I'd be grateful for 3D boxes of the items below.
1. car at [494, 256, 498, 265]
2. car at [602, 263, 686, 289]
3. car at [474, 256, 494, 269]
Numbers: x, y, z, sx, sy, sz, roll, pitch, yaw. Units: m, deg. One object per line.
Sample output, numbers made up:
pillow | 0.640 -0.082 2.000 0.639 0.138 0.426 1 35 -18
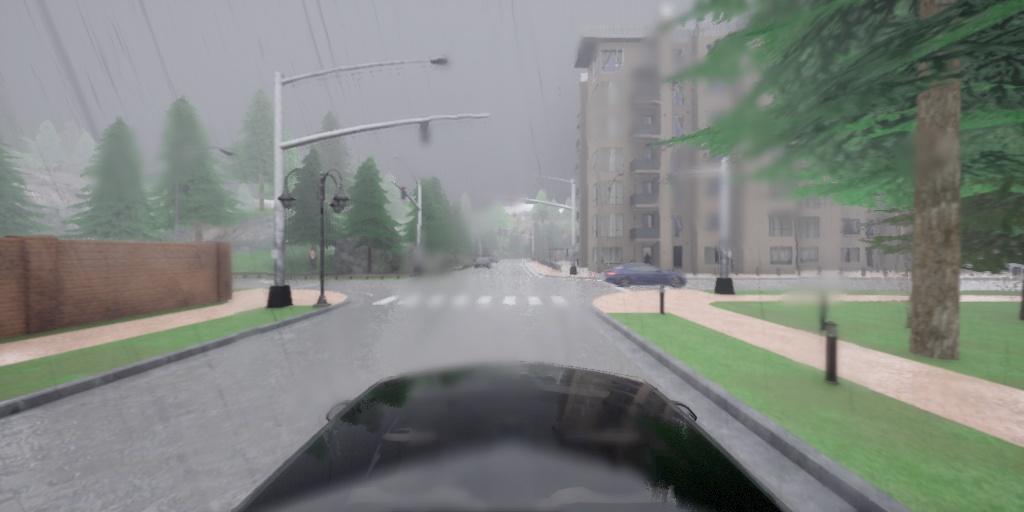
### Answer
car | -3.488 0.772 62.885 1.994 1.385 4.181 0 1 0
car | 7.661 1.148 20.922 4.674 1.442 1.812 0 1 1
car | -3.703 0.872 45.736 1.837 1.490 4.892 0 1 1
